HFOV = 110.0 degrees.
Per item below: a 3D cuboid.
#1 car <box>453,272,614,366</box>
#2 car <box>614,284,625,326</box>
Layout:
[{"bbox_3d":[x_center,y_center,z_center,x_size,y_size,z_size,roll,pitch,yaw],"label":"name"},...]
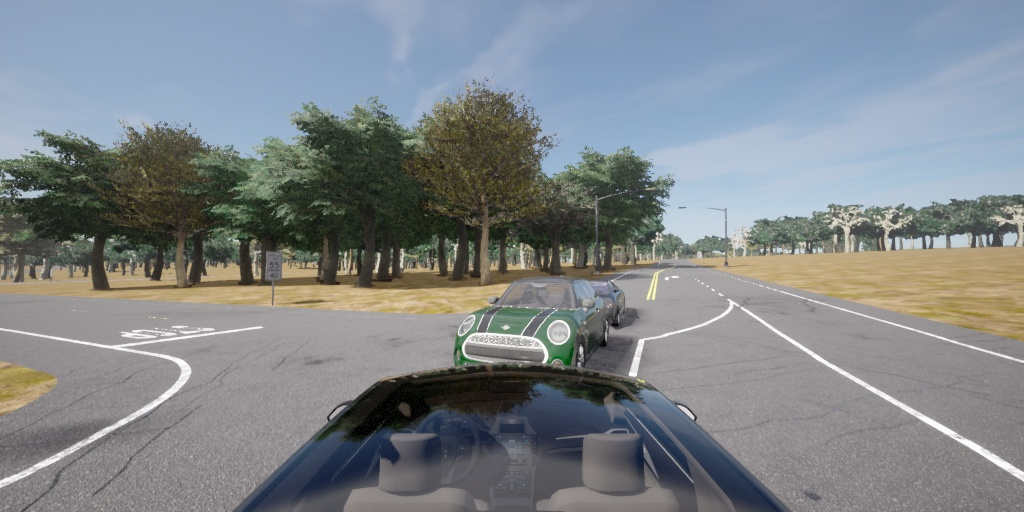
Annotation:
[{"bbox_3d":[0.686,1.222,7.430,2.097,1.767,4.553,-1,-2,22],"label":"car"},{"bbox_3d":[2.913,1.553,12.861,1.994,1.385,4.181,-2,0,22],"label":"car"}]
